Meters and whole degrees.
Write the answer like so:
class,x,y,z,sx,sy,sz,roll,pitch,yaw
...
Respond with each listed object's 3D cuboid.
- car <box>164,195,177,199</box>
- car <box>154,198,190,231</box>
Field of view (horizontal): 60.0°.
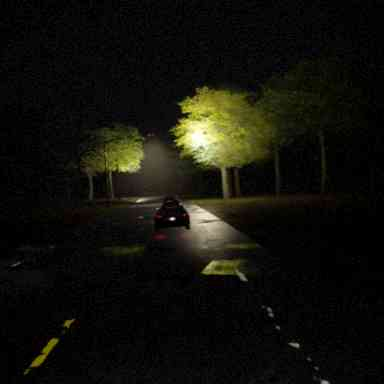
class,x,y,z,sx,sy,sz,roll,pitch,yaw
car,-2.416,1.129,38.210,1.837,1.490,4.892,-3,1,-4
car,-1.163,1.353,19.560,1.994,1.385,4.181,-3,1,-3
